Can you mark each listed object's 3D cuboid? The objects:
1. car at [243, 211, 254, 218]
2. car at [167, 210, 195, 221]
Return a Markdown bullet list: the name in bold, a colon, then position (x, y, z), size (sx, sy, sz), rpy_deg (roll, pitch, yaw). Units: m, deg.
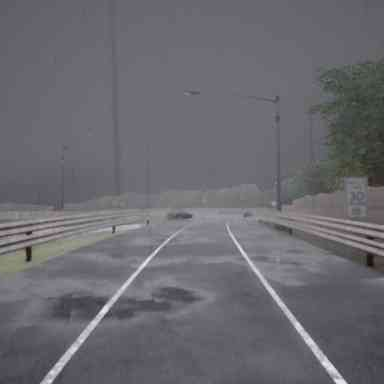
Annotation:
- **car**: position (12.814, 5.016, 75.000), size (1.837, 1.490, 4.892), rpy_deg (-1, -4, 18)
- **car**: position (-1.548, 3.338, 47.494), size (1.882, 1.535, 5.008), rpy_deg (-2, -4, 36)
